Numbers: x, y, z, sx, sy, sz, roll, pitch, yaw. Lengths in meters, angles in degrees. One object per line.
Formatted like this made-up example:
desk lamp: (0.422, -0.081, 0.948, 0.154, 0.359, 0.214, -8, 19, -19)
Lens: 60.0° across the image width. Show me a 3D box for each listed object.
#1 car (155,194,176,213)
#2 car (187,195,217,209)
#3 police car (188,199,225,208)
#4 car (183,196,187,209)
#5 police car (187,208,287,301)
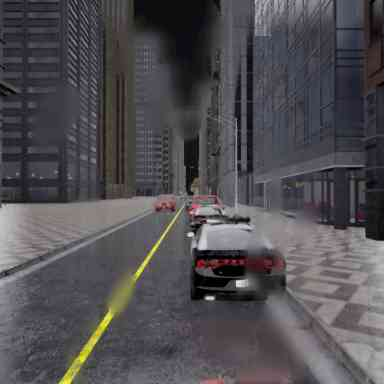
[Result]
car: (-3.057, 1.290, 38.960, 2.150, 2.045, 5.566, 0, 0, 0)
car: (0.927, 1.260, 24.432, 2.150, 2.045, 5.566, 0, 0, 0)
police car: (0.920, 1.448, 18.510, 1.930, 1.638, 5.238, 0, 0, 0)
car: (0.078, 1.633, 46.879, 2.033, 1.411, 5.357, 0, 0, 1)
police car: (0.908, 1.433, 8.508, 1.930, 1.638, 5.238, 0, 0, 0)
